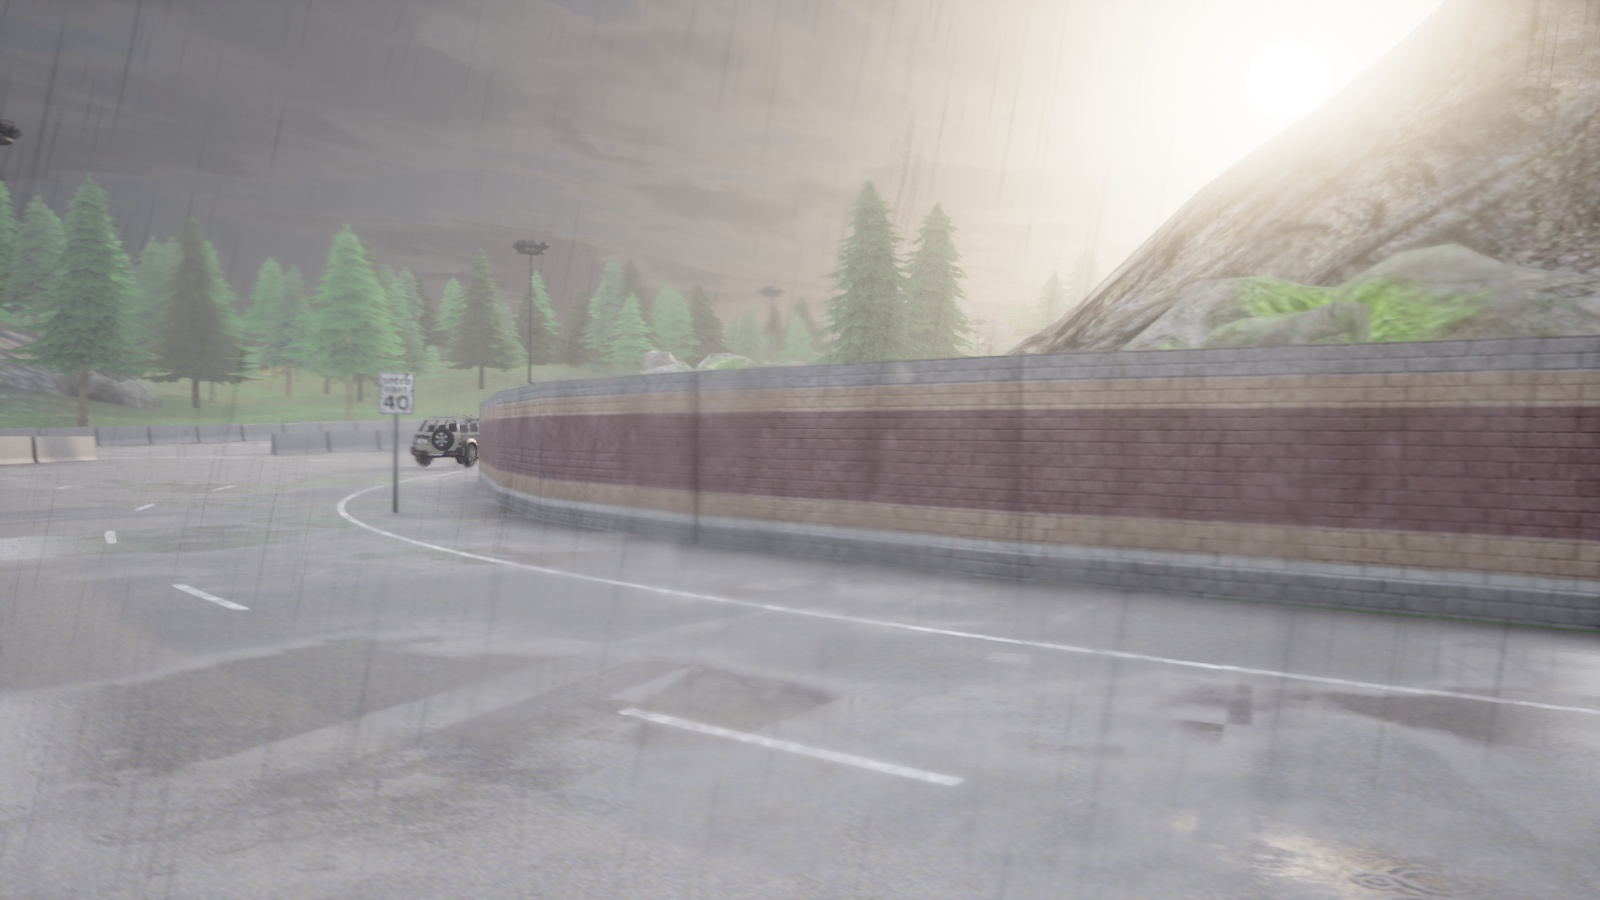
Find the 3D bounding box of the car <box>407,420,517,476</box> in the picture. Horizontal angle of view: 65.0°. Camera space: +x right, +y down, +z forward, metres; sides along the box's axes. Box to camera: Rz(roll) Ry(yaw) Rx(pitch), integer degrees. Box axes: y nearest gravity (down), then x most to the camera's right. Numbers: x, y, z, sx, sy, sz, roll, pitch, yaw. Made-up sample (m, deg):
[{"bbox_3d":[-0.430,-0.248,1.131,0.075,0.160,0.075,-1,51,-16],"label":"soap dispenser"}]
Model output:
[{"bbox_3d":[-11.984,-0.130,44.898,1.932,1.855,4.605,-1,1,11],"label":"car"}]
